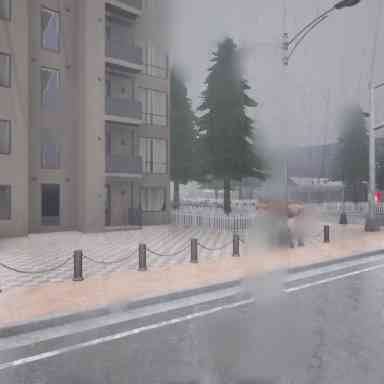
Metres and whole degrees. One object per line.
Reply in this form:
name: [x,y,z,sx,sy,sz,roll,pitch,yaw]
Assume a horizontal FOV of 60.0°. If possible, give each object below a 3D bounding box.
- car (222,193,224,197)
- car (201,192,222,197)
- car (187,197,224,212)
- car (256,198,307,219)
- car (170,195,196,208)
car: [7.454,1.092,94.739,1.905,1.878,3.866,0,0,-37]
car: [5.368,1.113,92.674,1.932,1.855,4.605,0,0,-37]
car: [1.823,1.579,37.593,1.994,1.385,4.181,0,0,-37]
car: [7.869,1.367,29.606,2.097,1.767,4.553,0,0,-37]
car: [-2.095,1.563,48.852,2.033,1.411,5.357,0,0,-37]
